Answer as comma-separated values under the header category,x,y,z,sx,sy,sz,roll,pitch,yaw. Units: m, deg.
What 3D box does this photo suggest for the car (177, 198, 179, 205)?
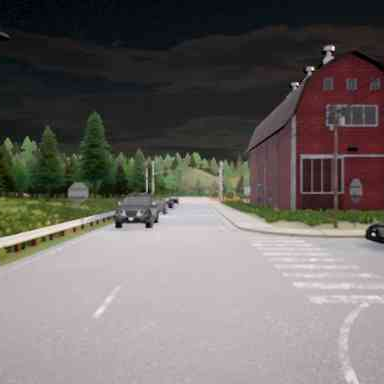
category,x,y,z,sx,sy,sz,roll,pitch,yaw
car,-3.295,1.562,58.886,1.895,1.301,4.718,0,0,1

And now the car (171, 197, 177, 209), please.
category,x,y,z,sx,sy,sz,roll,pitch,yaw
car,-3.423,1.572,43.977,1.895,1.301,4.718,0,0,0

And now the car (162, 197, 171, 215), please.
category,x,y,z,sx,sy,sz,roll,pitch,yaw
car,-3.470,1.484,33.562,1.837,1.490,4.892,0,0,0

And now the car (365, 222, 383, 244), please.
category,x,y,z,sx,sy,sz,roll,pitch,yaw
car,9.423,1.554,13.552,4.181,1.385,1.994,0,0,2

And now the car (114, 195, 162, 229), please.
category,x,y,z,sx,sy,sz,roll,pitch,yaw
car,-3.501,1.210,21.884,2.150,2.045,5.566,0,0,0
